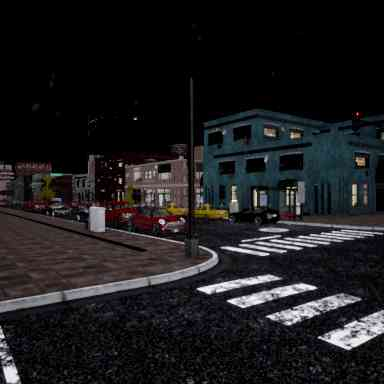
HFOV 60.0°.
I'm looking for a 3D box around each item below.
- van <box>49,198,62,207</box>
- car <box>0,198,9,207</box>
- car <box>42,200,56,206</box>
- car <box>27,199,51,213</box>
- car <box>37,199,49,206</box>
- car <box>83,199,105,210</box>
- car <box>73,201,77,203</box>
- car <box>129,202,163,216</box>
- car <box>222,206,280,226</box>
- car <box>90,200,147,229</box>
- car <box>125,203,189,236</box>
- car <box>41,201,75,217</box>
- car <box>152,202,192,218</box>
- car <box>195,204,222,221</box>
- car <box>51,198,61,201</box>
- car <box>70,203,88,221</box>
[{"bbox_3d":[-28.983,2.174,70.673,1.690,1.788,3.998,-1,0,-36],"label":"van"},{"bbox_3d":[-42.470,2.358,74.798,2.192,1.841,5.009,-1,0,-36],"label":"car"},{"bbox_3d":[-32.340,2.445,75.219,1.887,1.381,4.507,-1,0,-36],"label":"car"},{"bbox_3d":[-22.264,1.952,47.551,2.192,1.841,5.009,-1,0,-36],"label":"car"},{"bbox_3d":[-35.803,2.495,79.901,1.752,1.417,4.829,-1,0,-36],"label":"car"},{"bbox_3d":[-15.533,2.003,52.491,1.967,1.590,4.097,-1,0,-36],"label":"car"},{"bbox_3d":[-22.254,2.279,61.582,1.802,1.307,4.206,-1,0,-36],"label":"car"},{"bbox_3d":[-5.445,1.911,38.855,2.008,1.369,4.403,-1,0,-36],"label":"car"},{"bbox_3d":[4.643,1.725,25.219,1.947,1.339,4.313,-1,0,-36],"label":"car"},{"bbox_3d":[-5.454,1.616,24.824,2.192,1.841,5.009,-1,0,-36],"label":"car"},{"bbox_3d":[-2.089,1.674,20.279,1.967,1.590,4.097,-1,0,-36],"label":"car"},{"bbox_3d":[-15.535,2.053,38.460,2.008,1.369,4.403,-1,0,-36],"label":"car"},{"bbox_3d":[-2.184,1.821,34.446,1.752,1.417,4.829,-1,0,-36],"label":"car"},{"bbox_3d":[1.178,1.753,29.901,1.752,1.417,4.829,-1,0,-36],"label":"car"},{"bbox_3d":[-25.297,2.265,61.343,1.812,1.442,4.674,-1,0,-35],"label":"car"},{"bbox_3d":[-8.811,1.919,29.370,2.008,1.369,4.403,-1,0,-36],"label":"car"}]
